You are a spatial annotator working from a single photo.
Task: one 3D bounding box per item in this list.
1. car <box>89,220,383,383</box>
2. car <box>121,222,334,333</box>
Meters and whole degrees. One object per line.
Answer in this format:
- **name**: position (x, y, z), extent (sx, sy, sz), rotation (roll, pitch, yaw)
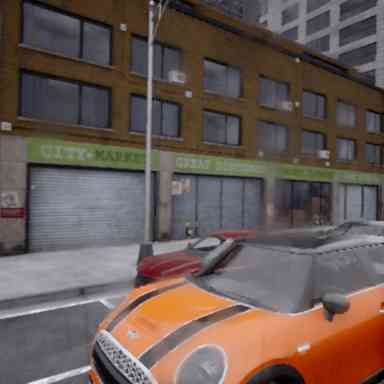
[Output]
- **car**: position (1.132, 1.355, 4.182), extent (4.553, 1.767, 2.097), rotation (1, 0, -35)
- **car**: position (0.951, 1.534, 7.312), extent (4.507, 1.381, 1.887), rotation (1, 1, -35)
